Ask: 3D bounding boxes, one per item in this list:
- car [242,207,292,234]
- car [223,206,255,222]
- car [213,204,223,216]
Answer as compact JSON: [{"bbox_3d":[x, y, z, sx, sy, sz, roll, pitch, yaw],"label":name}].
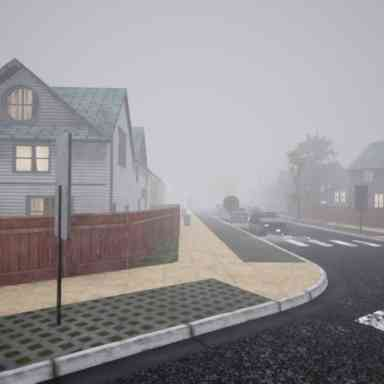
[{"bbox_3d":[5.068,1.992,22.565,2.033,1.411,5.357,1,-2,-2],"label":"car"},{"bbox_3d":[4.677,2.260,33.735,1.837,1.490,4.892,1,-2,-2],"label":"car"},{"bbox_3d":[4.190,2.509,48.222,2.097,1.767,4.553,1,-2,-2],"label":"car"}]
